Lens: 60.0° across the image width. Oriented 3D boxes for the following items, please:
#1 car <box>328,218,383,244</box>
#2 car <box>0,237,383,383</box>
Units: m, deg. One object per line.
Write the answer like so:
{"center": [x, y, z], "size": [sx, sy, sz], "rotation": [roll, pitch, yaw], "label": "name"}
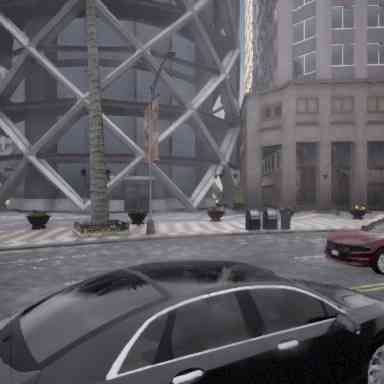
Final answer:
{"center": [6.539, 1.477, 10.222], "size": [5.008, 1.535, 1.882], "rotation": [0, 0, -15], "label": "car"}
{"center": [0.319, 1.506, 3.527], "size": [4.892, 1.490, 1.837], "rotation": [0, 0, -31], "label": "car"}
